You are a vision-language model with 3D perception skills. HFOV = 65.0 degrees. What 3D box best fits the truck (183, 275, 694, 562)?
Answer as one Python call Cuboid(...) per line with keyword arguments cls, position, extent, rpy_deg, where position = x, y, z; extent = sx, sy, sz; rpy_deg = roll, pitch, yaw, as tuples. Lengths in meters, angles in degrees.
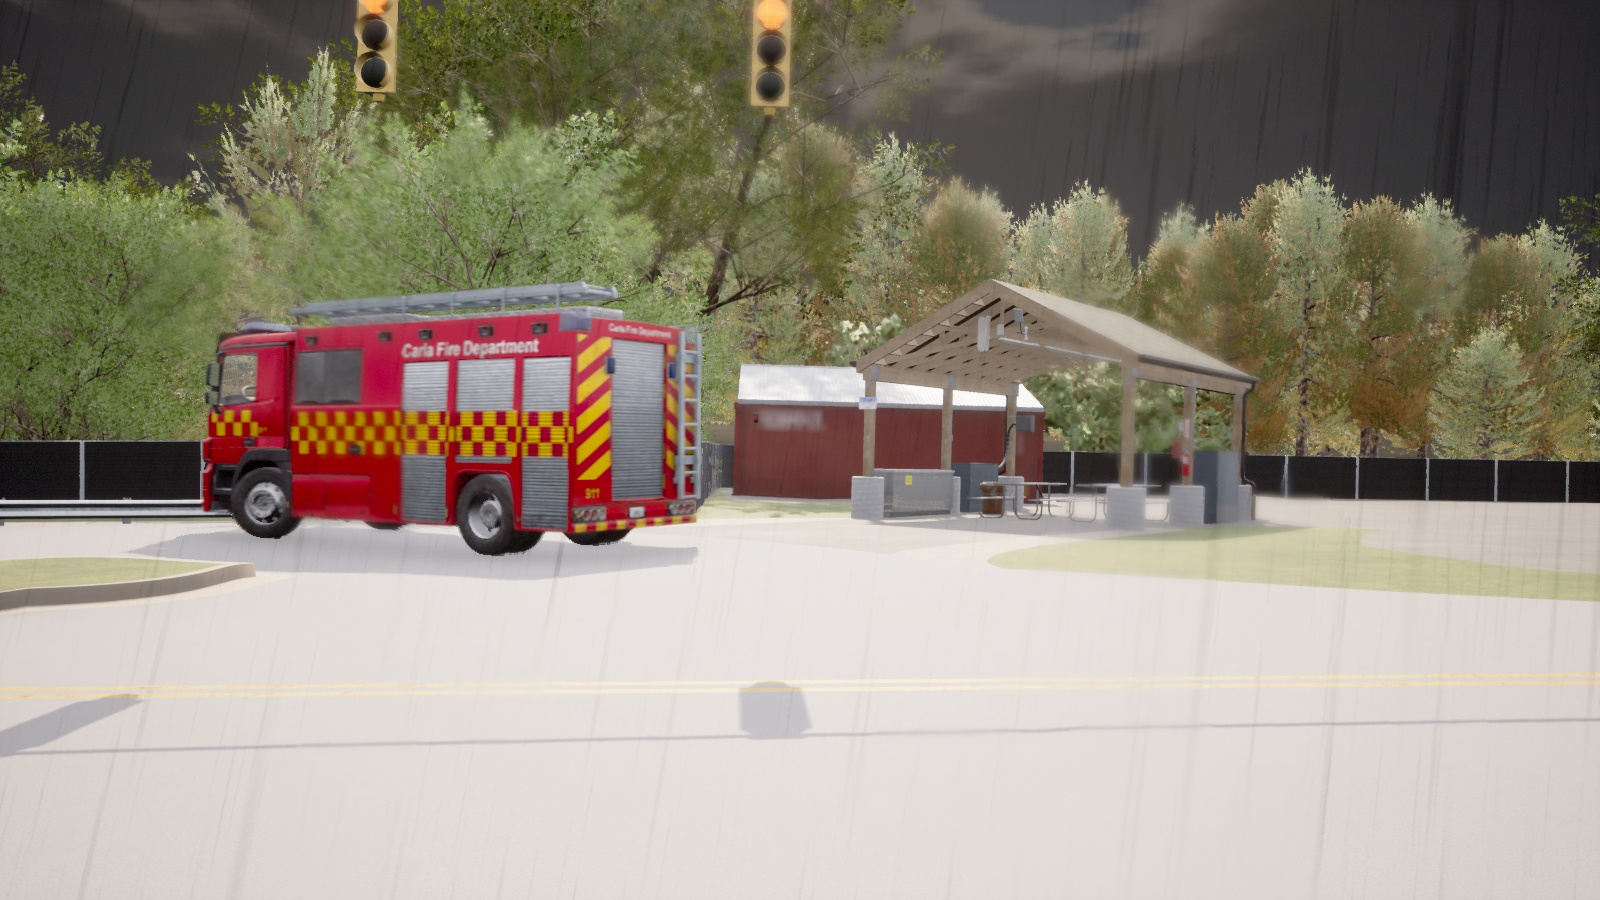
Cuboid(cls="truck", position=(-6.006, -0.462, 20.189), extent=(8.468, 3.827, 2.891), rpy_deg=(1, 0, 31))
